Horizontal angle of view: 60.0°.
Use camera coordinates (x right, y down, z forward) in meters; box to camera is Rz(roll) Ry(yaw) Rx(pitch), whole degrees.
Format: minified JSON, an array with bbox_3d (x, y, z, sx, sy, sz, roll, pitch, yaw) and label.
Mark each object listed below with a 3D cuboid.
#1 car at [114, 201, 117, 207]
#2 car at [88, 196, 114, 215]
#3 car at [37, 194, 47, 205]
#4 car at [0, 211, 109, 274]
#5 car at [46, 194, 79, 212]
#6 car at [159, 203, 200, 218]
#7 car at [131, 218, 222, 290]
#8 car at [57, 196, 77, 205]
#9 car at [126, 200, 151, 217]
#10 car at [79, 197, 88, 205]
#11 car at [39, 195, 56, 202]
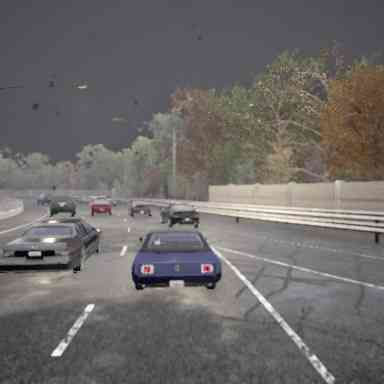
[{"bbox_3d":[-13.145,1.688,51.614,1.895,1.301,4.718,0,0,-28],"label":"car"},{"bbox_3d":[-9.404,1.536,34.151,1.882,1.535,5.008,0,0,-18],"label":"car"},{"bbox_3d":[-26.196,1.333,59.822,2.150,2.045,5.566,0,0,-37],"label":"car"},{"bbox_3d":[-4.150,1.567,10.667,2.033,1.411,5.357,0,0,-7],"label":"car"},{"bbox_3d":[-12.358,1.280,32.040,2.150,2.045,5.566,0,0,-18],"label":"car"},{"bbox_3d":[-0.922,1.510,22.513,1.882,1.535,5.008,0,0,-15],"label":"car"},{"bbox_3d":[-0.494,1.607,8.994,1.895,1.301,4.718,0,0,-5],"label":"car"},{"bbox_3d":[-23.313,1.605,61.808,2.128,1.511,4.902,0,0,-37],"label":"car"},{"bbox_3d":[-5.186,1.556,32.193,1.837,1.490,4.892,0,0,-17],"label":"car"},{"bbox_3d":[-20.448,1.678,63.818,1.994,1.385,4.181,0,0,-37],"label":"car"},{"bbox_3d":[-35.289,1.509,81.098,4.553,1.767,2.097,0,0,42],"label":"car"}]
